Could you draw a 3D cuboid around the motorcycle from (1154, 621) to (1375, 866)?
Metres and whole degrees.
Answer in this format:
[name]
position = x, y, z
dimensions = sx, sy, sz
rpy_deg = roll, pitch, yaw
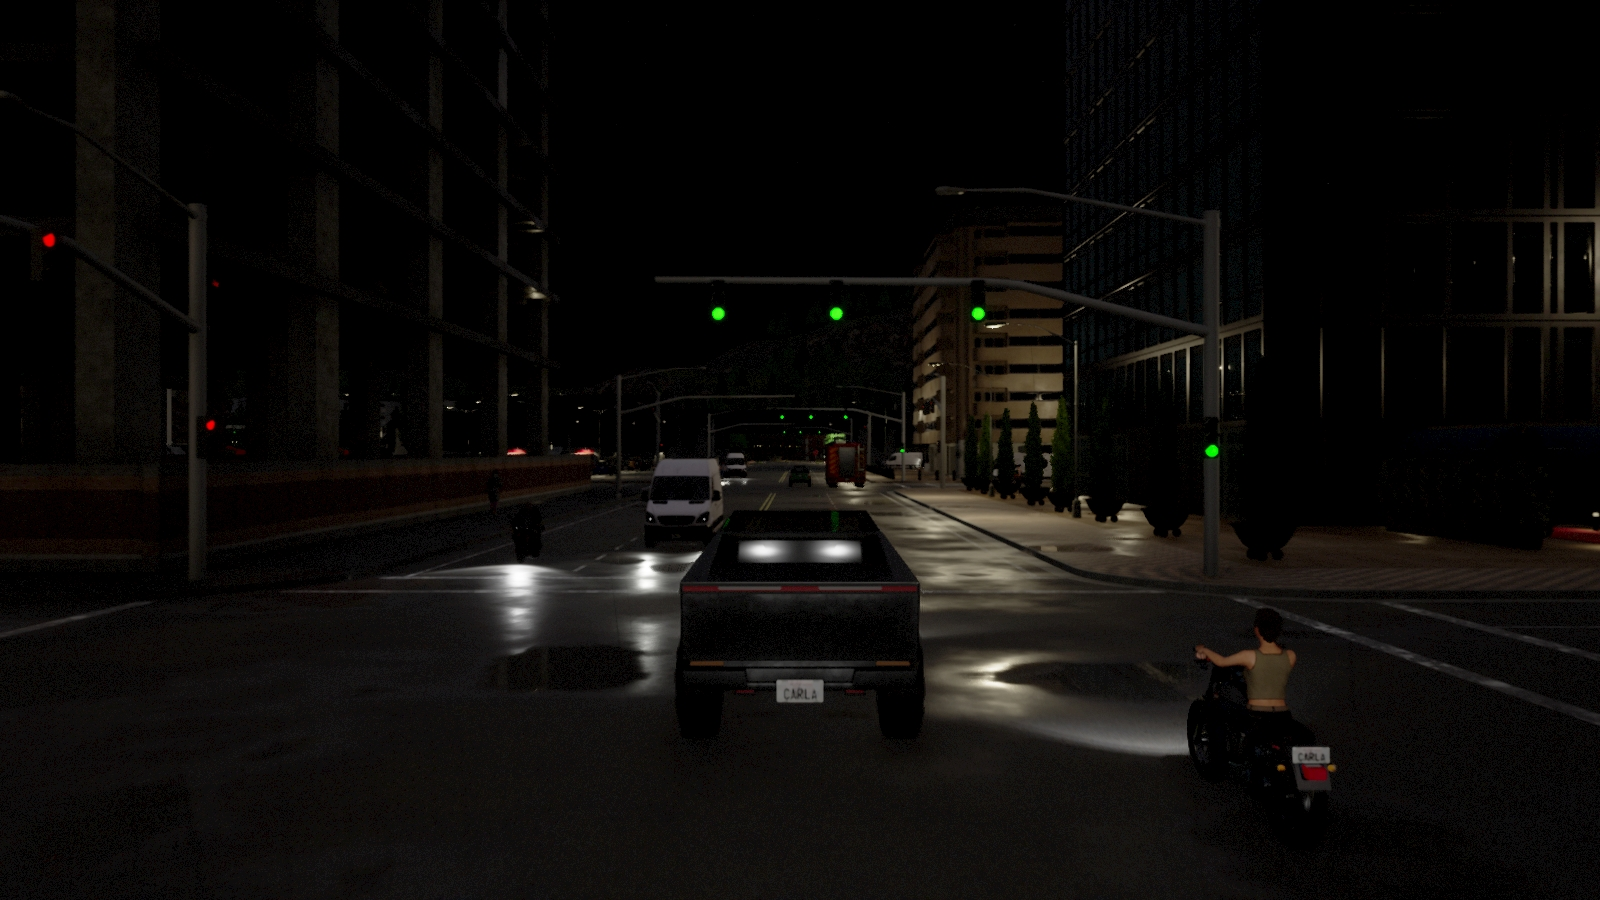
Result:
[motorcycle]
position = 3.502, 2.161, 8.898
dimensions = 0.764, 1.307, 2.356
rpy_deg = 0, 0, 0

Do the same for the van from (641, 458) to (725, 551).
[van]
position = -3.496, 1.558, 35.119
dimensions = 1.988, 2.561, 5.915
rpy_deg = 0, 0, 0

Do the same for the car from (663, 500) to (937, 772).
[car]
position = 0.000, 1.763, 13.106
dimensions = 2.390, 2.098, 6.274
rpy_deg = 0, 0, 0
